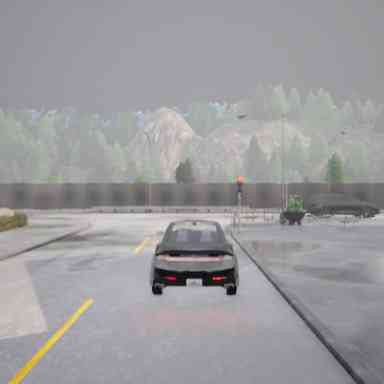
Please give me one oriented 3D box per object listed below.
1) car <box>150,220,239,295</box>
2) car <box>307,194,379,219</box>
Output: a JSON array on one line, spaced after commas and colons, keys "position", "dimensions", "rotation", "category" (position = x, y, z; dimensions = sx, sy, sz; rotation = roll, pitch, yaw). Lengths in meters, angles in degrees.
[{"position": [0.064, 1.477, 8.637], "dimensions": [2.128, 1.511, 4.902], "rotation": [0, 0, 1], "category": "car"}, {"position": [12.619, 1.174, 28.027], "dimensions": [5.566, 2.045, 2.150], "rotation": [0, 0, 3], "category": "car"}]
